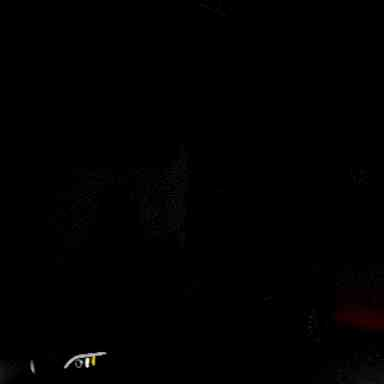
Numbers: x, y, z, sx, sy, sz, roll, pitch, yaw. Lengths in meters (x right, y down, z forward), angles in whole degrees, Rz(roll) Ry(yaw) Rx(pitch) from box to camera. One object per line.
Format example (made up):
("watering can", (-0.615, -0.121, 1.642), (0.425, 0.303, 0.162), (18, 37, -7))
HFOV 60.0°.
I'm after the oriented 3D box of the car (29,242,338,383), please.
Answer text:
("car", (0.257, 1.526, 4.791), (4.674, 1.442, 1.812), (0, 0, -36))
